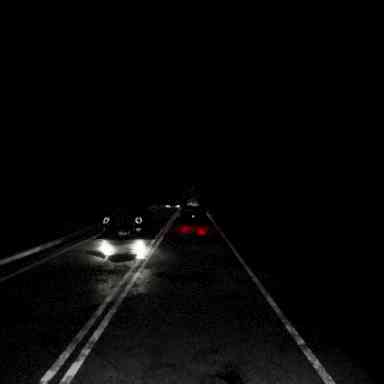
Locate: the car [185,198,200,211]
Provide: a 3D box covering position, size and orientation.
[{"bbox_3d":[0.099,1.564,43.037,1.812,1.442,4.674,0,0,0],"label":"car"}]

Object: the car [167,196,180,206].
[{"bbox_3d":[-3.246,1.495,58.639,2.097,1.767,4.553,0,0,1],"label":"car"}]

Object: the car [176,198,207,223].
[{"bbox_3d":[0.099,1.503,25.676,2.128,1.511,4.902,0,0,0],"label":"car"}]

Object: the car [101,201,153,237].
[{"bbox_3d":[-3.350,1.361,17.915,2.097,1.767,4.553,0,0,0],"label":"car"}]
